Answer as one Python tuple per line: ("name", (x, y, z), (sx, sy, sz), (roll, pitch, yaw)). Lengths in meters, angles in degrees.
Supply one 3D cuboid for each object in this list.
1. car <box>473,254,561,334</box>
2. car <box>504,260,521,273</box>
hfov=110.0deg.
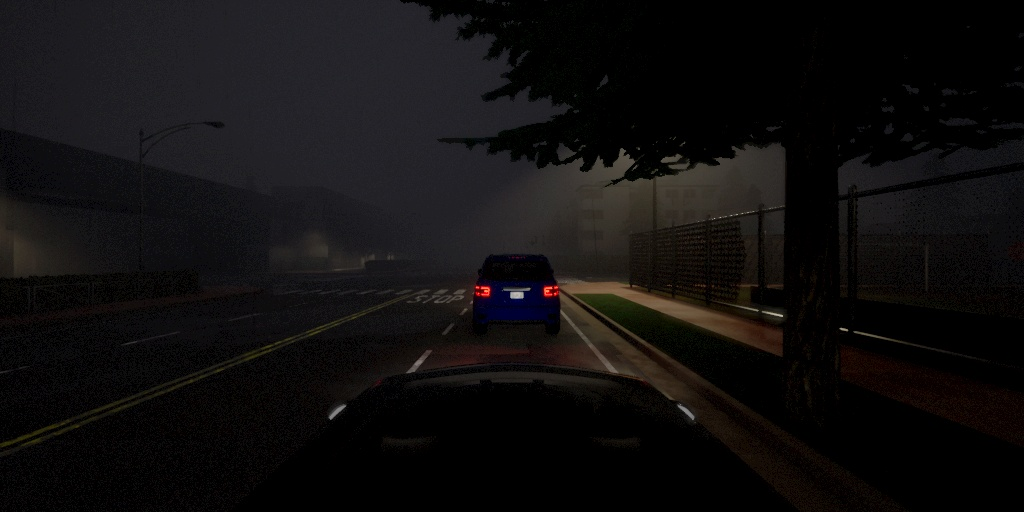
("car", (0.117, 0.971, 10.707), (2.150, 2.045, 5.566), (0, 0, 0))
("car", (0.032, 1.240, 45.583), (2.128, 1.511, 4.902), (0, 0, 0))
